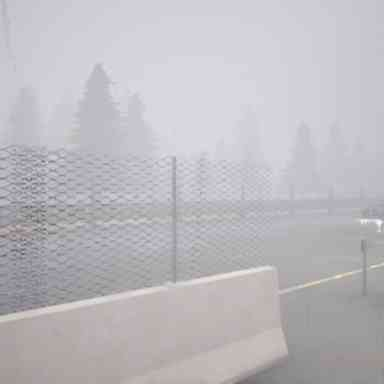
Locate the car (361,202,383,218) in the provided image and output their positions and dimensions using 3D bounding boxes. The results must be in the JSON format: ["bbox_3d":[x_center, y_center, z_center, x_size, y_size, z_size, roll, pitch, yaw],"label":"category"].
[{"bbox_3d":[16.297,1.556,28.361,4.181,1.385,1.994,0,0,-34],"label":"car"}]
